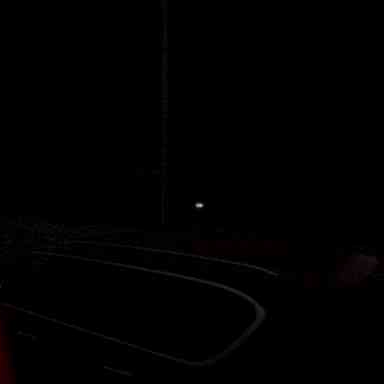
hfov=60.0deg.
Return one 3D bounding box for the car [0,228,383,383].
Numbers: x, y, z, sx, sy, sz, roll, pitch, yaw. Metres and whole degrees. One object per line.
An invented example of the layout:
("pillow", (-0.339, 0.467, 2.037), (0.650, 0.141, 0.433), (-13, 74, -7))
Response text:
("car", (-0.658, 1.312, 3.319), (5.009, 1.841, 2.192), (0, 0, 36))
